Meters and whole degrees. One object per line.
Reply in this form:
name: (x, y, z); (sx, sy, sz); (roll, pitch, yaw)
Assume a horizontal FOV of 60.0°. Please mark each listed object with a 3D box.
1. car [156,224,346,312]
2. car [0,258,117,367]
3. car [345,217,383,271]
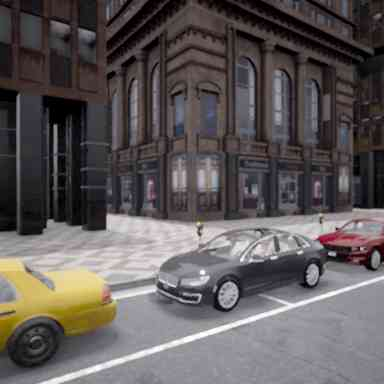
car: (1.289, 1.541, 7.575); (4.403, 1.369, 2.008); (0, 0, -36)
car: (-3.425, 1.527, 4.204); (4.829, 1.417, 1.752); (0, 0, -36)
car: (5.854, 1.525, 10.839); (4.507, 1.381, 1.887); (0, 0, -36)
